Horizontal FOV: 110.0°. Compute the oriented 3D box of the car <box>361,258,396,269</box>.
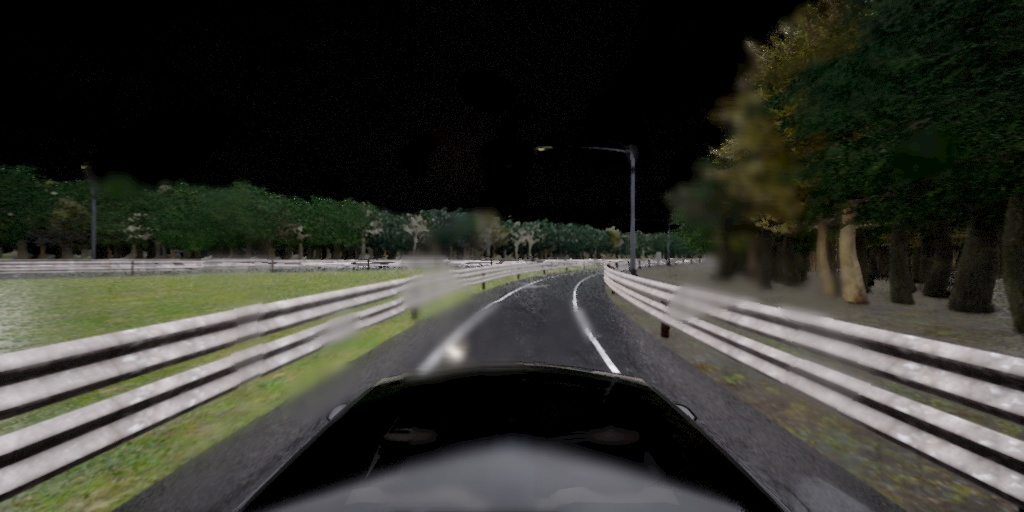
[{"bbox_3d":[-19.207,1.038,51.802,4.892,1.490,1.837,1,0,-44],"label":"car"}]
